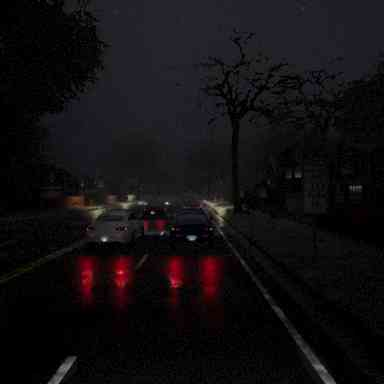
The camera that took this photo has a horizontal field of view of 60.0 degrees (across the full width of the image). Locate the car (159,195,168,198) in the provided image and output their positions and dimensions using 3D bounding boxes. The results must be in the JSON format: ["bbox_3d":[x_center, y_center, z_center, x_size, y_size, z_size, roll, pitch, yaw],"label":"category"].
[{"bbox_3d":[-6.499,1.504,76.766,2.097,1.767,4.553,0,0,0],"label":"car"}]

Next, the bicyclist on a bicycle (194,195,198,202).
[{"bbox_3d":[0.883,1.609,79.618,0.866,1.612,1.509,0,0,0],"label":"bicyclist on a bicycle"}]

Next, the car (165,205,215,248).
[{"bbox_3d":[0.000,1.532,14.650,1.812,1.442,4.674,0,0,0],"label":"car"}]

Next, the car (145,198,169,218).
[{"bbox_3d":[-3.250,1.544,29.652,1.812,1.442,4.674,0,0,0],"label":"car"}]

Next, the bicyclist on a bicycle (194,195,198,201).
[{"bbox_3d":[0.894,1.522,70.616,0.659,1.776,1.843,0,0,0],"label":"bicyclist on a bicycle"}]

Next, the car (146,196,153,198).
[{"bbox_3d":[-9.749,1.673,76.735,1.812,1.442,4.674,0,0,0],"label":"car"}]

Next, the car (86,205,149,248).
[{"bbox_3d":[-3.250,1.532,14.650,1.812,1.442,4.674,0,0,0],"label":"car"}]

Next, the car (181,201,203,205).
[{"bbox_3d":[0.000,1.507,29.651,2.128,1.511,4.902,0,0,0],"label":"car"}]
